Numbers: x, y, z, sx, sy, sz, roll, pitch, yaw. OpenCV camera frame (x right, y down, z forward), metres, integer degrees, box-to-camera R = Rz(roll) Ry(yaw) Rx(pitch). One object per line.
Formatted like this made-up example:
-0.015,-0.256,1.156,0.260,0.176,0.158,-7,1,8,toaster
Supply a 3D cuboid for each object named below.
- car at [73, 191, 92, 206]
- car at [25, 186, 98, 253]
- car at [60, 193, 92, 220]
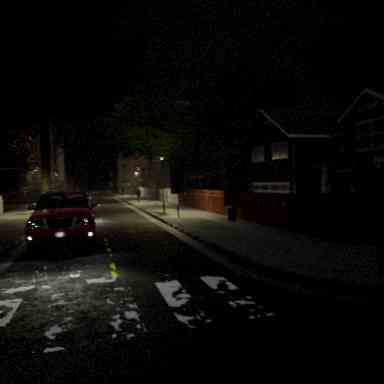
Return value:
-12.648,0.662,38.616,1.812,1.442,4.674,-2,2,-16,car
-4.992,0.938,13.158,2.150,2.045,5.566,-2,2,-17,car
-8.321,0.942,24.197,1.882,1.535,5.008,-2,3,-16,car
